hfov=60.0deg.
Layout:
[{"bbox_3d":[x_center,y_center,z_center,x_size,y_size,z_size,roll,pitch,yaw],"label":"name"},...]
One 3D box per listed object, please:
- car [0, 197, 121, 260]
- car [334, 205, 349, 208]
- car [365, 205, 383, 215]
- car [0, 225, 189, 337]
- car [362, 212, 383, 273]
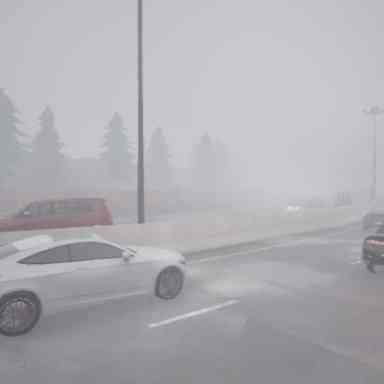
[{"bbox_3d":[-5.811,1.251,12.945,5.566,2.045,2.150,0,0,-38],"label":"car"},{"bbox_3d":[20.084,1.104,43.884,2.150,2.045,5.566,0,0,28],"label":"car"},{"bbox_3d":[11.204,1.462,18.965,1.812,1.442,4.674,0,0,43],"label":"car"},{"bbox_3d":[-2.229,1.537,6.672,4.674,1.442,1.812,0,0,-37],"label":"car"},{"bbox_3d":[6.560,1.455,9.449,4.902,1.511,2.128,0,0,-42],"label":"car"}]
